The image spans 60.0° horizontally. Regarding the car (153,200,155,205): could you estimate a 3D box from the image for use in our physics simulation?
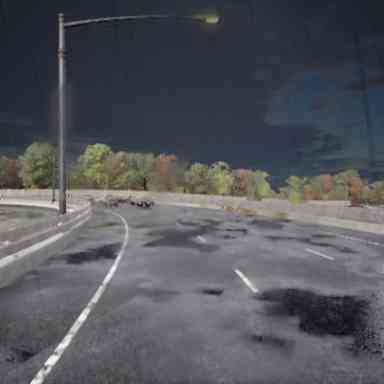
[{"bbox_3d":[-7.675,1.484,54.625,1.994,1.385,4.181,0,0,-31],"label":"car"}]

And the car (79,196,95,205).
[{"bbox_3d":[-18.560,1.479,58.908,1.812,1.442,4.674,0,0,-37],"label":"car"}]

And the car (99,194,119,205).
[{"bbox_3d":[-15.069,1.290,59.999,2.097,1.767,4.553,0,0,-34],"label":"car"}]

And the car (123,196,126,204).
[{"bbox_3d":[-12.904,1.453,63.042,1.812,1.442,4.674,0,0,-37],"label":"car"}]

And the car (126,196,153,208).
[{"bbox_3d":[-7.422,1.535,46.643,1.895,1.301,4.718,0,0,-26],"label":"car"}]

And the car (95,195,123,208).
[{"bbox_3d":[-12.089,1.441,48.032,2.128,1.511,4.902,0,0,-28],"label":"car"}]
